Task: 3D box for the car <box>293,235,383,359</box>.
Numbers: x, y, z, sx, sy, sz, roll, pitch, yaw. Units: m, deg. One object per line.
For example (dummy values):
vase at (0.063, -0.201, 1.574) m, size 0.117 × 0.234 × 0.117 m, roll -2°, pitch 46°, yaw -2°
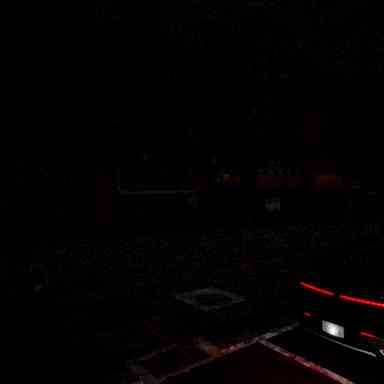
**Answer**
car at (3.764, 1.503, 5.657) m, size 4.892 × 1.490 × 1.837 m, roll 0°, pitch 0°, yaw -36°
